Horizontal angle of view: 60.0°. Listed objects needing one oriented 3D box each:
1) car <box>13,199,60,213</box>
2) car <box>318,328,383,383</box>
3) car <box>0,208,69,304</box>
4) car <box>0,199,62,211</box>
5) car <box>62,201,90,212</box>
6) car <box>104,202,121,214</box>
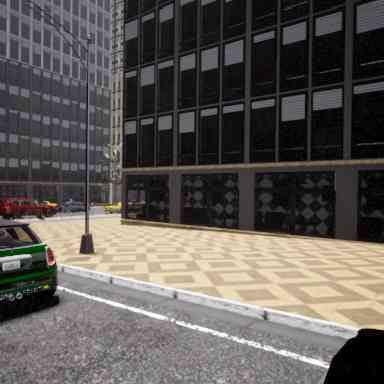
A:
[{"bbox_3d":[-18.394,1.639,39.524,1.752,1.417,4.829,1,0,37],"label":"car"},{"bbox_3d":[3.009,1.601,1.533,4.718,1.301,1.895,0,0,36],"label":"car"},{"bbox_3d":[-4.988,1.348,7.251,4.553,1.767,2.097,0,0,36],"label":"car"},{"bbox_3d":[-14.915,1.516,30.143,2.192,1.841,5.009,1,0,37],"label":"car"},{"bbox_3d":[-14.515,1.746,40.393,1.994,1.385,4.181,1,0,37],"label":"car"},{"bbox_3d":[-8.100,1.827,39.341,1.752,1.417,4.829,1,0,37],"label":"car"}]
